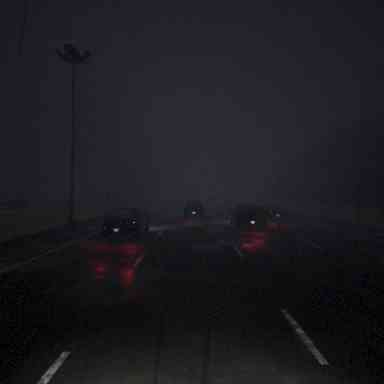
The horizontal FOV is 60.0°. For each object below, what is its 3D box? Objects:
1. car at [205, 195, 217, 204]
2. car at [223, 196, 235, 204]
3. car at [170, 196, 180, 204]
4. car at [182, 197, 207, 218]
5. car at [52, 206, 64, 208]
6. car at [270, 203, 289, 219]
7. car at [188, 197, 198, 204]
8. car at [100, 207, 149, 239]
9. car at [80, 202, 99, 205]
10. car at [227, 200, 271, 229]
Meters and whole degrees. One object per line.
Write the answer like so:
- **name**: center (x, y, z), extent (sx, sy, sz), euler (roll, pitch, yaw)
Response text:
- **car**: center (3.740, 1.410, 65.447), extent (2.097, 1.767, 4.553), euler (1, 0, 0)
- **car**: center (7.236, 1.569, 65.336), extent (1.882, 1.535, 5.008), euler (1, 0, 0)
- **car**: center (-3.264, 1.497, 65.527), extent (1.837, 1.490, 4.892), euler (1, 0, 0)
- **car**: center (0.172, 1.518, 30.877), extent (1.837, 1.490, 4.892), euler (1, 0, 0)
- **car**: center (-17.450, 1.451, 45.032), extent (1.895, 1.301, 4.718), euler (1, 0, 1)
- **car**: center (7.188, 1.680, 30.020), extent (1.895, 1.301, 4.718), euler (1, 0, 0)
- **car**: center (0.218, 1.626, 64.620), extent (1.895, 1.301, 4.718), euler (1, 0, 0)
- **car**: center (-3.378, 1.500, 17.134), extent (1.812, 1.442, 4.674), euler (1, 0, 0)
- **car**: center (-13.947, 1.485, 46.284), extent (1.895, 1.301, 4.718), euler (1, 0, 1)
- **car**: center (3.643, 1.548, 22.291), extent (1.837, 1.490, 4.892), euler (1, 0, 0)
